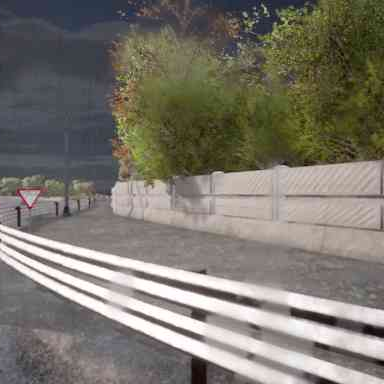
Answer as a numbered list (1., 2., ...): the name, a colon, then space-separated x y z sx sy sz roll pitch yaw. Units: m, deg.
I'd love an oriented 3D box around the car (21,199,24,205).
1. car: -34.284 1.842 69.003 2.033 1.411 5.357 0 0 -24
